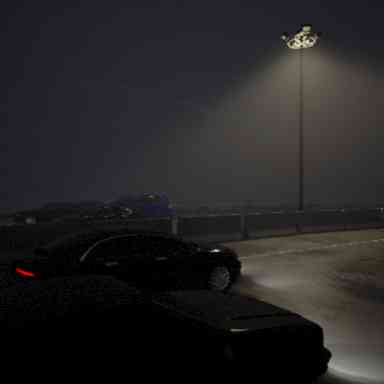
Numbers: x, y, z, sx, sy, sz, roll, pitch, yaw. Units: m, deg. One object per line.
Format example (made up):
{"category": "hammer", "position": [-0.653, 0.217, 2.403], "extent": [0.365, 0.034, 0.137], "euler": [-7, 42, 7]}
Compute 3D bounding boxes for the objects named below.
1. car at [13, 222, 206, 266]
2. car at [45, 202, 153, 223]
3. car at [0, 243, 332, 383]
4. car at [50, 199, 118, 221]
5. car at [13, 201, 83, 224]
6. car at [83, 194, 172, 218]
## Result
{"category": "car", "position": [-1.114, 1.492, 7.087], "extent": [4.892, 1.490, 1.837], "euler": [0, 0, -34]}
{"category": "car", "position": [-4.782, 1.472, 17.464], "extent": [4.892, 1.490, 1.837], "euler": [0, 0, -33]}
{"category": "car", "position": [-1.048, 1.541, 2.958], "extent": [5.357, 1.411, 2.033], "euler": [0, 0, -35]}
{"category": "car", "position": [-8.834, 1.426, 27.330], "extent": [5.008, 1.535, 1.882], "euler": [0, 0, -32]}
{"category": "car", "position": [-9.426, 1.433, 22.793], "extent": [5.008, 1.535, 1.882], "euler": [0, 0, -33]}
{"category": "car", "position": [-4.004, 1.182, 22.141], "extent": [5.566, 2.045, 2.150], "euler": [0, 0, -32]}
